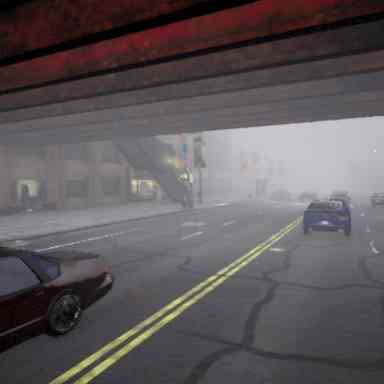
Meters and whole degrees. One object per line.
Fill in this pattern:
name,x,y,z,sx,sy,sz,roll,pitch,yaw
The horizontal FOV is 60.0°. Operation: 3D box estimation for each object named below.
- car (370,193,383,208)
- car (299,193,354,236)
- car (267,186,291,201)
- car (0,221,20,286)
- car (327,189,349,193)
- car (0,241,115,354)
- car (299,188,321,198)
car,17.021,0.695,29.587,1.895,1.301,4.718,0,1,26
car,6.444,1.031,15.636,1.882,1.535,5.008,0,1,26
car,11.464,0.368,42.726,1.837,1.490,4.892,0,1,26
car,-6.251,1.487,6.038,2.033,1.411,5.357,0,1,26
car,14.564,0.562,32.561,1.837,1.490,4.892,0,1,26
car,-3.266,1.491,4.174,2.033,1.411,5.357,0,1,26
car,14.110,0.488,40.161,1.895,1.301,4.718,0,1,26
